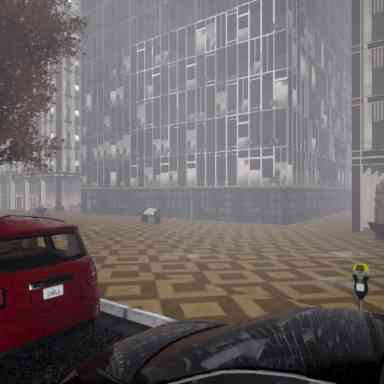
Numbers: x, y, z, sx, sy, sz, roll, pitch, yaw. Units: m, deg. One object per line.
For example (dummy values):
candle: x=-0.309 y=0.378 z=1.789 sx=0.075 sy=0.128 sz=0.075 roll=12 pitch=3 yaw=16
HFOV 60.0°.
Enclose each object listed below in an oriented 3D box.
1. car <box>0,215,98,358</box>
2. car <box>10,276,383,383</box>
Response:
car: x=-3.651 y=1.315 z=5.493 sx=5.009 sy=1.841 sz=2.192 roll=0 pitch=0 yaw=36
car: x=0.840 y=1.566 z=2.278 sx=4.313 sy=1.339 sz=1.947 roll=0 pitch=0 yaw=36
